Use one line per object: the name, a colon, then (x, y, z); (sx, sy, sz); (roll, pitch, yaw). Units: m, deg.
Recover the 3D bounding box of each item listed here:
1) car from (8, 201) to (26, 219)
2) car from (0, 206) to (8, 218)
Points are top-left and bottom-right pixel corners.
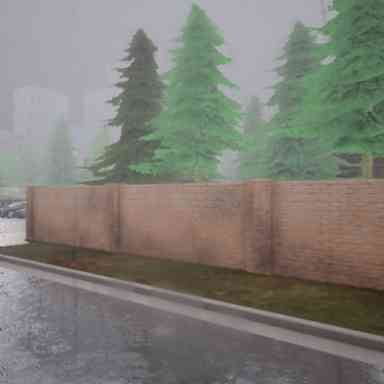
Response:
car: (-13.527, 1.695, 29.575); (1.994, 1.385, 4.181); (0, 0, 35)
car: (-16.205, 1.652, 31.850); (1.837, 1.490, 4.892); (0, 0, 35)
